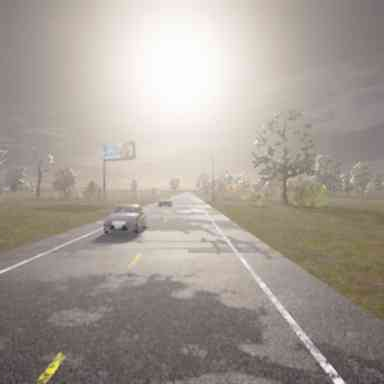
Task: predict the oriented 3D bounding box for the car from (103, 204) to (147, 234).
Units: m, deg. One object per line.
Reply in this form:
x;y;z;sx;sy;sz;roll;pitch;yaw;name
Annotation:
-3.684;1.452;18.987;2.128;1.511;4.902;0;0;-1;car

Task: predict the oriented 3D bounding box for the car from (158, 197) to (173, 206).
-4.015;1.447;51.102;1.994;1.385;4.181;0;0;-1;car
